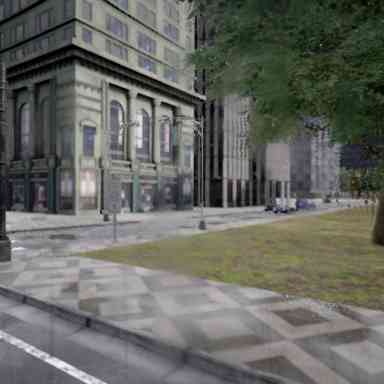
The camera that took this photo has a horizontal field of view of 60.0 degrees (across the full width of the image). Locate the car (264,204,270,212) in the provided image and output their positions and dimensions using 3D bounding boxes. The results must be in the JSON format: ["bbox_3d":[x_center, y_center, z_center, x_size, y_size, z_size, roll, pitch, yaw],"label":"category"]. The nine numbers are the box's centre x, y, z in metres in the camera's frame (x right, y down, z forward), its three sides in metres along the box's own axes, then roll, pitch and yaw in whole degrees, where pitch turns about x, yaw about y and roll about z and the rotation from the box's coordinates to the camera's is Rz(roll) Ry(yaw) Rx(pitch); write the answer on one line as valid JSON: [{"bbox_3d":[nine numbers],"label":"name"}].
[{"bbox_3d":[12.532,2.344,50.486,1.994,1.385,4.181,0,0,34],"label":"car"}]

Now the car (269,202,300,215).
[{"bbox_3d":[12.636,2.348,45.189,1.895,1.301,4.718,0,0,35],"label":"car"}]

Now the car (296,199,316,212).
[{"bbox_3d":[18.296,2.082,53.654,2.150,2.045,5.566,0,0,34],"label":"car"}]
